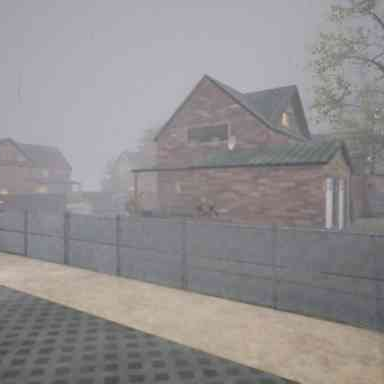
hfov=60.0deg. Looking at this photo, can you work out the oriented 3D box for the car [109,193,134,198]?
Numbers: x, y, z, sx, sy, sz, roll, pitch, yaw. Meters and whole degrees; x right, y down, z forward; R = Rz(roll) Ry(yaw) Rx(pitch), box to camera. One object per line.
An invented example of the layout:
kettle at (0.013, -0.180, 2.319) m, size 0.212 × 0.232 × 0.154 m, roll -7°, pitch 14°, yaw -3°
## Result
car at (-8.204, 0.892, 38.086) m, size 1.837 × 1.490 × 4.892 m, roll 1°, pitch 2°, yaw 35°
